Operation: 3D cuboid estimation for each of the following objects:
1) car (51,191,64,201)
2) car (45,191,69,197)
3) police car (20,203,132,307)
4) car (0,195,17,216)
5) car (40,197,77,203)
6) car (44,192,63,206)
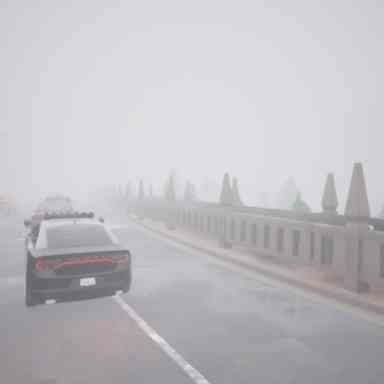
[{"bbox_3d":[-21.451,0.606,53.241,1.837,1.490,4.892,1,1,-20],"label":"car"},{"bbox_3d":[-8.447,0.997,21.040,2.097,1.767,4.553,1,1,-20],"label":"car"},{"bbox_3d":[-2.971,1.295,8.006,1.930,1.638,5.238,0,1,-27],"label":"police car"},{"bbox_3d":[-14.955,0.977,25.957,1.882,1.535,5.008,1,1,-20],"label":"car"},{"bbox_3d":[-6.503,1.210,15.788,1.882,1.535,5.008,1,1,-22],"label":"car"},{"bbox_3d":[-16.768,0.814,40.500,1.837,1.490,4.892,1,0,-19],"label":"car"}]
